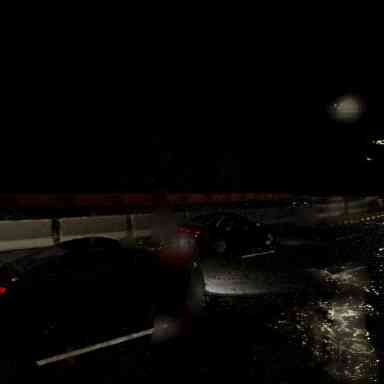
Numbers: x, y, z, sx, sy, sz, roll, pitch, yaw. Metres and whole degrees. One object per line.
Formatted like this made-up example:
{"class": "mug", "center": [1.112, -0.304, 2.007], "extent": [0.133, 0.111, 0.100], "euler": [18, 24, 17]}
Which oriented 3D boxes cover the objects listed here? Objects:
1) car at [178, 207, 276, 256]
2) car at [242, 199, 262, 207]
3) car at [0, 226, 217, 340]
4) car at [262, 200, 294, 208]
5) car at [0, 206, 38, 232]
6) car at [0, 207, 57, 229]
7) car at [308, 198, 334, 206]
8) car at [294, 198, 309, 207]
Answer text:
{"class": "car", "center": [1.524, 1.603, 13.750], "extent": [4.892, 1.490, 1.837], "euler": [0, 1, -40]}
{"class": "car", "center": [9.694, 1.835, 52.492], "extent": [2.128, 1.511, 4.902], "euler": [-1, -1, 39]}
{"class": "car", "center": [-1.775, 1.626, 6.756], "extent": [4.181, 1.385, 1.994], "euler": [0, 0, -38]}
{"class": "car", "center": [13.262, 1.863, 51.282], "extent": [2.033, 1.411, 5.357], "euler": [-1, -1, 39]}
{"class": "car", "center": [-12.540, 1.726, 20.889], "extent": [4.892, 1.490, 1.837], "euler": [0, 0, -37]}
{"class": "car", "center": [-10.303, 1.736, 18.159], "extent": [5.357, 1.411, 2.033], "euler": [0, -1, -37]}
{"class": "car", "center": [18.445, 1.733, 46.659], "extent": [1.882, 1.535, 5.008], "euler": [-1, 0, 38]}
{"class": "car", "center": [17.016, 1.644, 50.551], "extent": [2.097, 1.767, 4.553], "euler": [-1, -1, 38]}
